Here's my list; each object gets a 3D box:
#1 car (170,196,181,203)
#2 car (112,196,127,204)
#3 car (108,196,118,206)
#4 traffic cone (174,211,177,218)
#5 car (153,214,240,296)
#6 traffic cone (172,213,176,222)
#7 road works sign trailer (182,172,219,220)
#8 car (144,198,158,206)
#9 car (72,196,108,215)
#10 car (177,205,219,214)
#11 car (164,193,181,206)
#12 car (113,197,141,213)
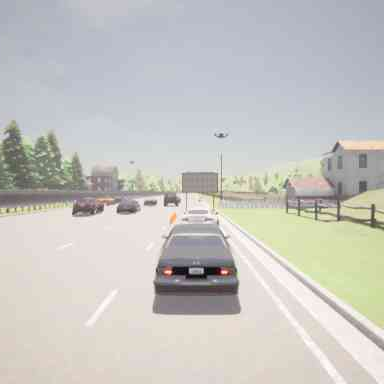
[{"bbox_3d":[-3.307,1.549,68.577,1.994,1.385,4.181,0,0,0],"label":"car"},{"bbox_3d":[-13.813,1.512,63.738,1.812,1.442,4.674,0,0,0],"label":"car"},{"bbox_3d":[-13.829,1.340,53.136,2.097,1.767,4.553,0,0,0],"label":"car"},{"bbox_3d":[-1.453,1.950,25.181,0.340,0.580,0.340,0,0,0],"label":"traffic cone"},{"bbox_3d":[0.110,1.545,8.825,2.033,1.411,5.357,0,0,1],"label":"car"},{"bbox_3d":[-1.456,1.950,23.181,0.340,0.580,0.340,0,0,0],"label":"traffic cone"},{"bbox_3d":[0.518,0.459,22.067,2.380,3.560,2.880,0,0,-3],"label":"road works sign trailer"},{"bbox_3d":[-6.821,1.588,55.594,1.895,1.301,4.718,0,0,0],"label":"car"},{"bbox_3d":[-10.355,1.346,33.582,2.097,1.767,4.553,0,0,0],"label":"car"},{"bbox_3d":[0.472,1.536,18.454,1.812,1.442,4.674,-1,-1,7],"label":"car"},{"bbox_3d":[-3.327,1.210,53.362,2.150,2.045,5.566,0,0,0],"label":"car"},{"bbox_3d":[-6.851,1.556,36.298,1.994,1.385,4.181,0,0,0],"label":"car"}]
